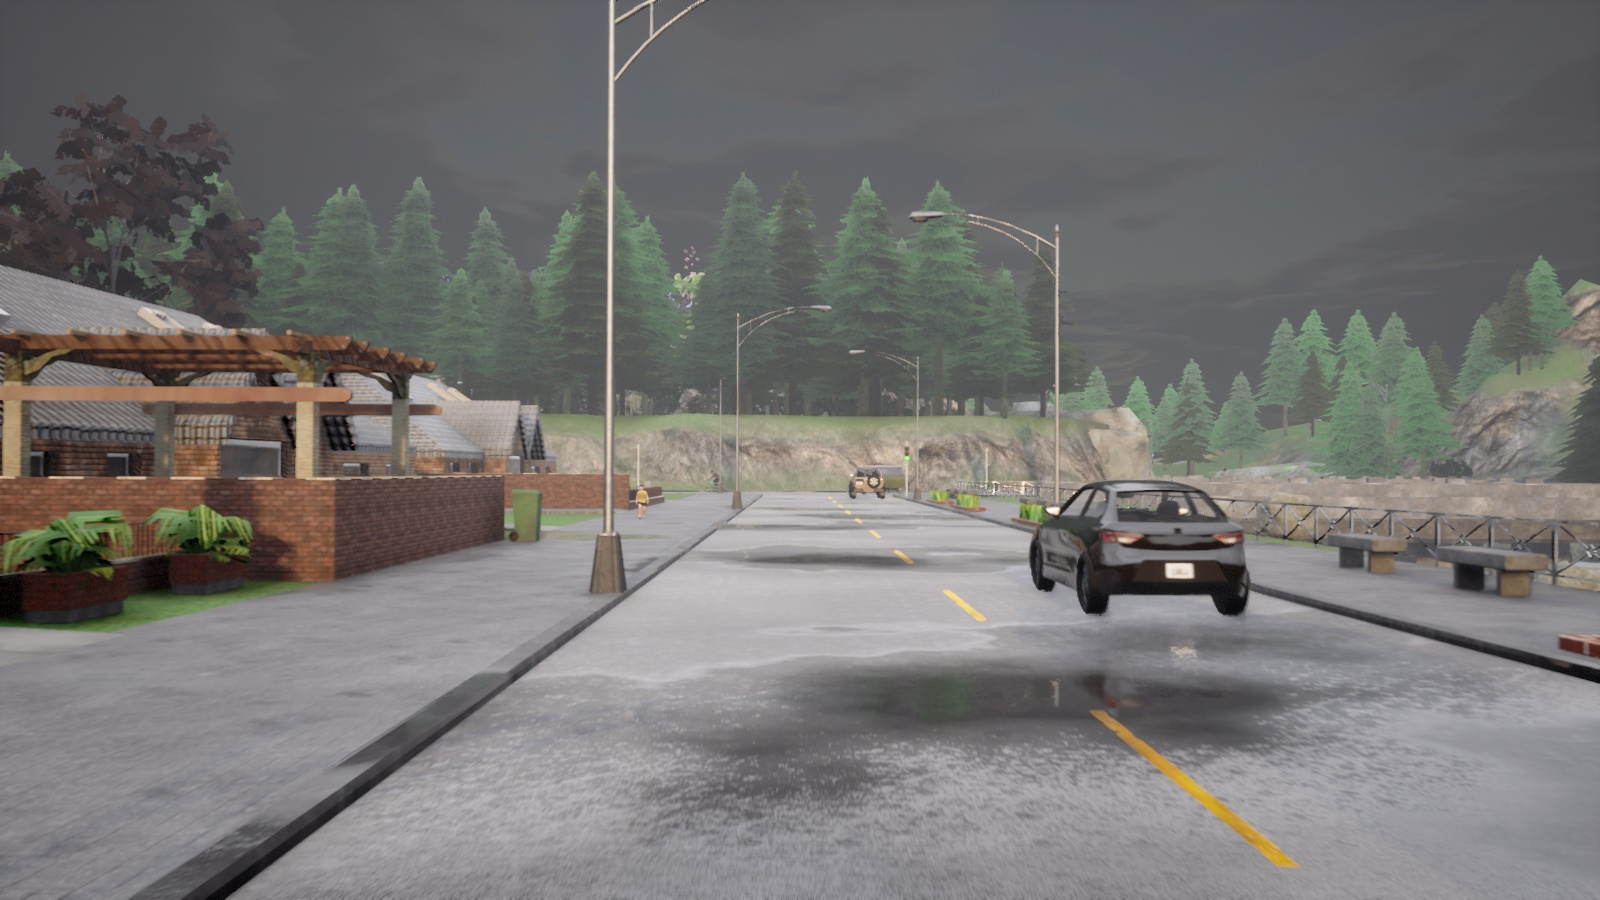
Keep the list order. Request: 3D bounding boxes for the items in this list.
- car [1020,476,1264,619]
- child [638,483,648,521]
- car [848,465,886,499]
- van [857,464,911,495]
[{"bbox_3d":[3.964,1.069,15.321,1.816,1.474,4.193,0,-1,0],"label":"car"},{"bbox_3d":[-4.717,1.554,37.688,0.255,1.110,0.394,0,-1,-2],"label":"child"},{"bbox_3d":[3.830,1.824,72.170,1.932,1.855,4.605,0,-1,0],"label":"car"},{"bbox_3d":[5.646,1.952,84.112,1.775,1.987,4.442,-1,-1,31],"label":"van"}]
